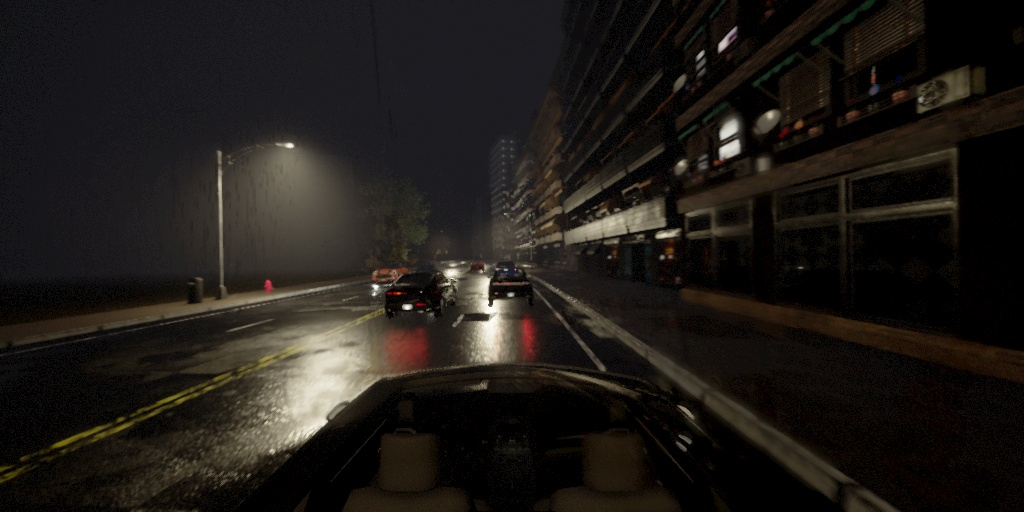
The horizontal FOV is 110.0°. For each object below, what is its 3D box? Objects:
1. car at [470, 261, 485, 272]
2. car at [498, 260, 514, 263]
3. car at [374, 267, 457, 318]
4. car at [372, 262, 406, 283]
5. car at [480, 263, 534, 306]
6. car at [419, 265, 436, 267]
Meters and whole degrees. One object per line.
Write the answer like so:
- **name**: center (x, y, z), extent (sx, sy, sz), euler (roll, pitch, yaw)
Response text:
- **car**: center (-4.894, 1.415, 51.091), extent (1.882, 1.535, 5.008), euler (-1, 0, -4)
- **car**: center (-0.583, 1.167, 32.120), extent (2.097, 1.767, 4.553), euler (-1, 0, -2)
- **car**: center (-3.275, 1.338, 13.492), extent (1.837, 1.490, 4.892), euler (-1, 0, -1)
- **car**: center (-10.472, 1.354, 31.105), extent (2.097, 1.767, 4.553), euler (-1, 0, -2)
- **car**: center (-0.088, 1.269, 16.010), extent (2.128, 1.511, 4.902), euler (-1, 0, -1)
- **car**: center (-7.178, 1.464, 30.197), extent (1.812, 1.442, 4.674), euler (-1, 0, -2)
